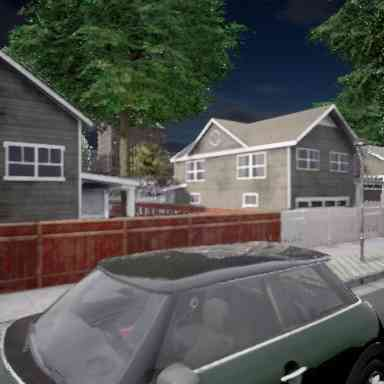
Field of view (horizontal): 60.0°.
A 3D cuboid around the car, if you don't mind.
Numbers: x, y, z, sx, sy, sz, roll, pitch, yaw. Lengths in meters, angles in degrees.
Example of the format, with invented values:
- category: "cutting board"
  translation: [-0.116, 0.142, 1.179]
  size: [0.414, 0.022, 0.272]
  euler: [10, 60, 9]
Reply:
- category: "car"
  translation: [-0.288, 1.360, 2.865]
  size: [4.553, 1.767, 2.097]
  euler: [0, 0, -36]
